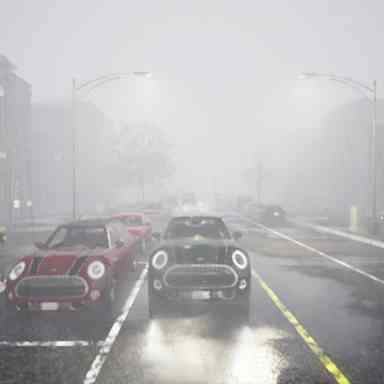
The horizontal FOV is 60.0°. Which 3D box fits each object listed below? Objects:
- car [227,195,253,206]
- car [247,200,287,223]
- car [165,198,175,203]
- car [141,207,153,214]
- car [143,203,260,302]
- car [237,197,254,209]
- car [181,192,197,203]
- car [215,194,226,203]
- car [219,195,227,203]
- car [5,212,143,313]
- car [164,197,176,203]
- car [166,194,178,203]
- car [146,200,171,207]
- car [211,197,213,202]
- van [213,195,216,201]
[{"bbox_3d":[5.461,1.230,35.553,2.192,1.841,5.009,-1,0,-1],"label":"car"},{"bbox_3d":[5.642,1.507,24.458,1.947,1.339,4.313,-1,0,-1],"label":"car"},{"bbox_3d":[-2.828,1.478,29.868,2.008,1.369,4.403,-1,0,-1],"label":"car"},{"bbox_3d":[-2.559,1.512,13.226,1.887,1.381,4.507,-1,0,-1],"label":"car"},{"bbox_3d":[0.113,1.332,8.447,2.097,1.767,4.553,0,0,-1],"label":"car"},{"bbox_3d":[5.550,1.453,30.175,1.752,1.417,4.829,-1,0,-1],"label":"car"},{"bbox_3d":[-0.486,1.096,51.769,2.150,2.045,5.566,0,0,-1],"label":"car"},{"bbox_3d":[5.192,1.399,52.366,1.752,1.417,4.829,-1,0,-1],"label":"car"},{"bbox_3d":[5.285,1.470,46.648,1.802,1.307,4.206,-1,0,-1],"label":"car"},{"bbox_3d":[-2.471,1.421,7.678,1.967,1.590,4.097,-1,0,-1],"label":"car"},{"bbox_3d":[-2.916,1.496,35.417,1.802,1.307,4.206,-1,0,-1],"label":"car"},{"bbox_3d":[-3.186,1.188,52.058,2.192,1.841,5.009,-1,0,-1],"label":"car"},{"bbox_3d":[-2.738,1.523,24.321,1.802,1.307,4.206,-1,0,-1],"label":"car"},{"bbox_3d":[4.925,1.357,69.009,1.752,1.417,4.829,-1,0,-1],"label":"car"},{"bbox_3d":[5.104,1.201,57.743,1.690,1.788,3.998,-1,0,-1],"label":"van"}]
